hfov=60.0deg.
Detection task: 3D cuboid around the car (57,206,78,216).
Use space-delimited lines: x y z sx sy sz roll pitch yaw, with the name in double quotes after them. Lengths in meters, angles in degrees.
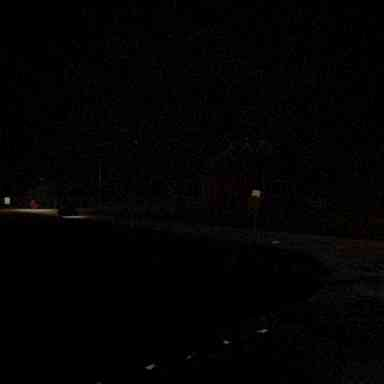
-18.712 2.855 49.885 2.033 1.411 5.357 2 -2 -35 "car"
